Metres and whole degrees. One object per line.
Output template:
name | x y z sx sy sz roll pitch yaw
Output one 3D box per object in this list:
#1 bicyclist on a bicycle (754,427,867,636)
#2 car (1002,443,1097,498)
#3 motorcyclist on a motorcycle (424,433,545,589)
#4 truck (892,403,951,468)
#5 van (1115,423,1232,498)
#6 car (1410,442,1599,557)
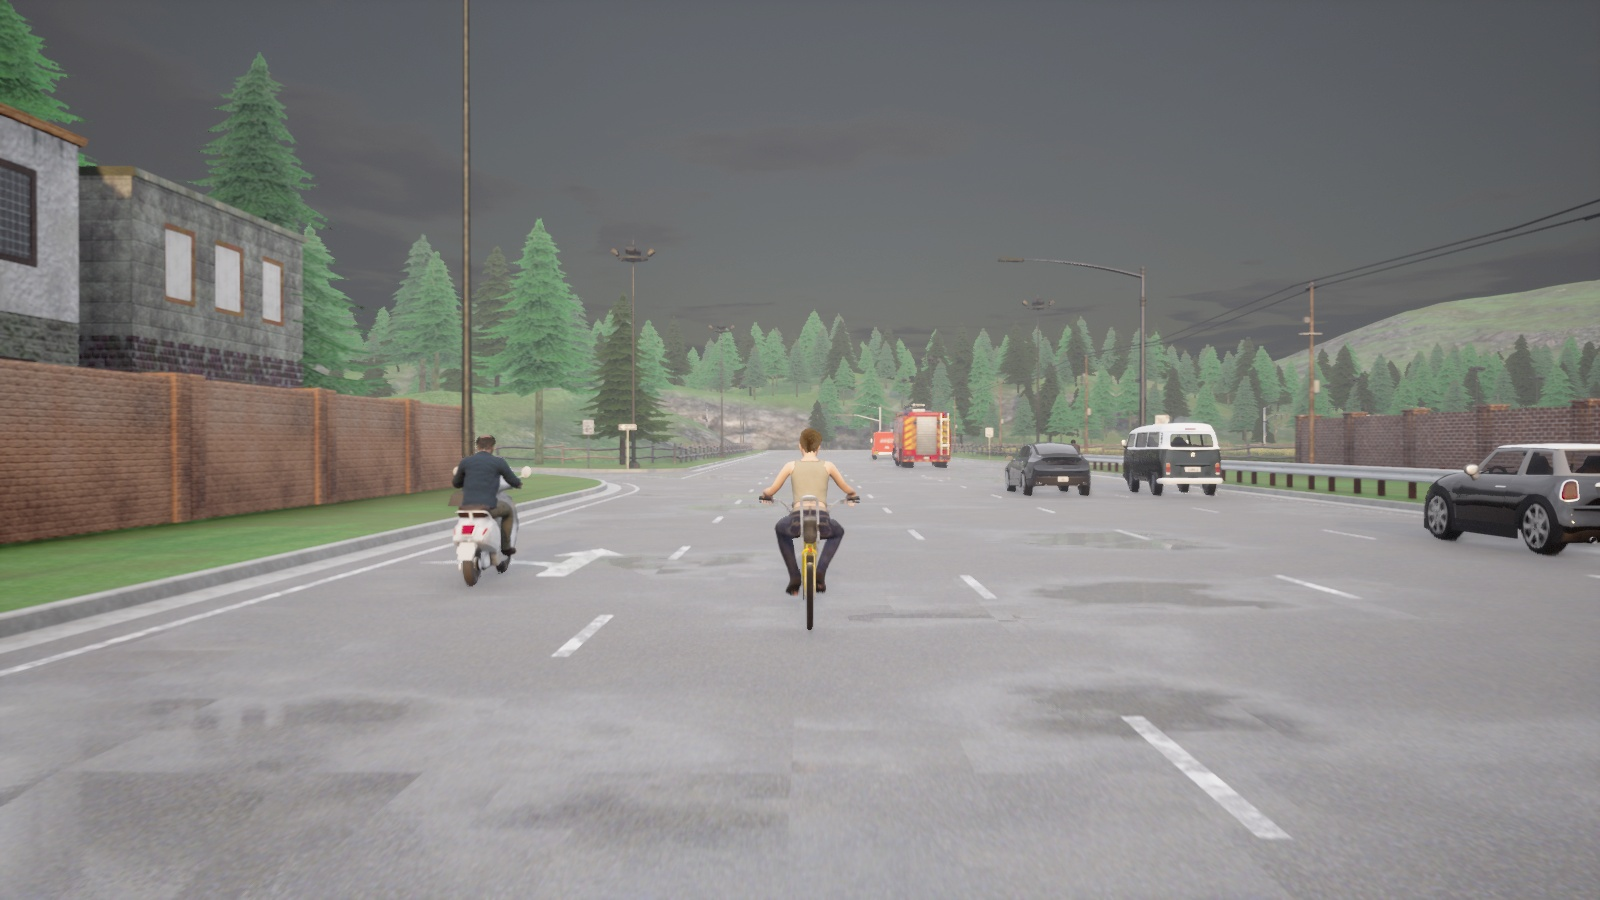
bicyclist on a bicycle | 0.079 0.624 10.427 0.866 1.612 1.509 0 0 0
car | 7.223 0.549 36.851 1.837 1.490 4.892 0 0 0
motorcyclist on a motorcycle | -3.407 0.620 13.739 0.866 1.590 1.817 0 0 0
truck | 7.456 -0.853 78.291 2.891 3.827 8.468 0 0 0
van | 10.721 0.274 36.350 2.069 2.038 4.480 0 0 0
car | 10.617 0.619 17.928 1.970 1.475 3.806 0 0 0
